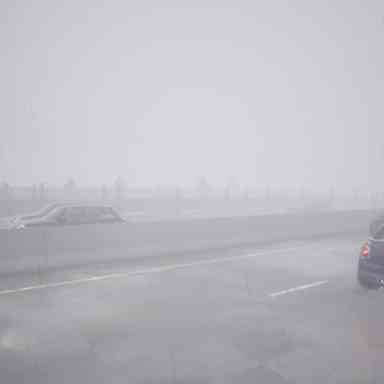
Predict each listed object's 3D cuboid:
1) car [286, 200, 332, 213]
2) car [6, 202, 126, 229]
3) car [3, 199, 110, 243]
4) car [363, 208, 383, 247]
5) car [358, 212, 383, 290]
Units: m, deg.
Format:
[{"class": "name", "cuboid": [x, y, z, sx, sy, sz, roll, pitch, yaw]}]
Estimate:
[{"class": "car", "cuboid": [11.835, 1.477, 33.328, 5.357, 1.411, 2.033, 0, 0, -34]}, {"class": "car", "cuboid": [-4.934, 1.304, 13.304, 4.553, 1.767, 2.097, 0, 0, -35]}, {"class": "car", "cuboid": [-6.607, 1.292, 16.403, 4.553, 1.767, 2.097, 0, 0, -35]}, {"class": "car", "cuboid": [9.772, 1.482, 14.743, 4.892, 1.490, 1.837, 0, 0, -35]}, {"class": "car", "cuboid": [5.951, 1.341, 7.825, 4.553, 1.767, 2.097, 0, 0, -35]}]
